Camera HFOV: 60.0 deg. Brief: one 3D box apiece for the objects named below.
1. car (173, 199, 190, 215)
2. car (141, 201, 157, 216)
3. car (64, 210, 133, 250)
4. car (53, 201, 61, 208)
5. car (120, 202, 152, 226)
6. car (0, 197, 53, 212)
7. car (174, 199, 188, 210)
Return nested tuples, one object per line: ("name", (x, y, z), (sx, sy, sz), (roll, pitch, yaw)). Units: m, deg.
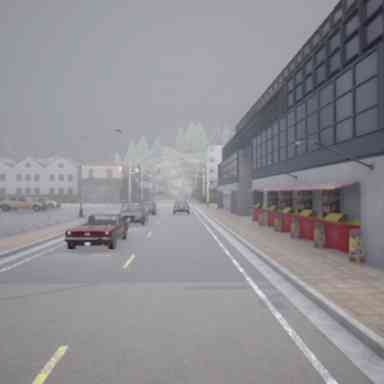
("car", (-1.193, 1.751, 37.443), (2.033, 1.411, 5.357), (0, 0, -2))
("car", (-4.723, 1.683, 35.166), (2.128, 1.511, 4.902), (0, 0, -2))
("car", (-4.074, 1.684, 14.926), (1.895, 1.301, 4.718), (0, 0, -2))
("car", (-19.499, 1.492, 44.030), (3.806, 1.475, 1.970), (0, 0, -2))
("car", (-4.349, 1.700, 24.810), (1.994, 1.385, 4.181), (0, 0, -1))
("car", (-18.949, 1.378, 37.629), (5.027, 1.636, 2.152), (0, 0, -2))
("car", (-1.589, 1.765, 47.931), (1.837, 1.490, 4.892), (0, 0, -2))
